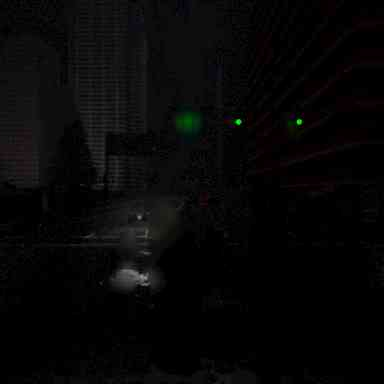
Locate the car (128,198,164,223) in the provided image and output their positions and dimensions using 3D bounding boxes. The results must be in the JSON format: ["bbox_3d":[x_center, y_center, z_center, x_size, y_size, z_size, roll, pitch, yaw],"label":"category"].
[{"bbox_3d":[-3.591,1.468,25.234,2.128,1.511,4.902,0,0,0],"label":"car"}]

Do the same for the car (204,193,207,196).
[{"bbox_3d":[3.511,1.134,64.954,2.150,2.045,5.566,0,0,0],"label":"car"}]

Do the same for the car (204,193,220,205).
[{"bbox_3d":[3.509,1.431,55.070,1.837,1.490,4.892,0,0,0],"label":"car"}]

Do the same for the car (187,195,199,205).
[{"bbox_3d":[0.112,1.490,56.558,1.994,1.385,4.181,0,0,0],"label":"car"}]

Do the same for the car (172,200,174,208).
[{"bbox_3d":[-3.492,1.472,45.137,1.812,1.442,4.674,0,0,0],"label":"car"}]

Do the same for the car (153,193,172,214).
[{"bbox_3d":[-3.564,1.314,35.158,2.097,1.767,4.553,0,0,0],"label":"car"}]

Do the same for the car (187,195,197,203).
[{"bbox_3d":[0.011,1.417,65.602,1.837,1.490,4.892,0,0,0],"label":"car"}]
